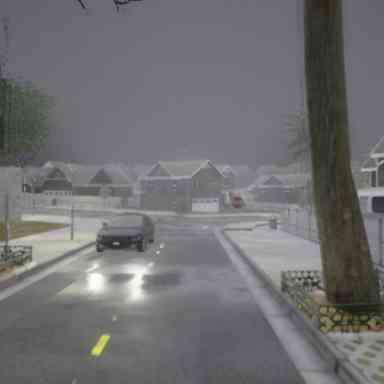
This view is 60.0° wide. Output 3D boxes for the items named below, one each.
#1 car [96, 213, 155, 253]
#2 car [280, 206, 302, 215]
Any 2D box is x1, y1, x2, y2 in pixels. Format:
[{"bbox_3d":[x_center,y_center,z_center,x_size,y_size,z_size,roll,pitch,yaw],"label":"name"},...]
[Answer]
[{"bbox_3d":[-2.795,1.690,14.870,1.882,1.535,5.008,0,-1,1],"label":"car"},{"bbox_3d":[14.064,2.708,45.961,4.674,1.442,1.812,2,-1,-43],"label":"car"}]
